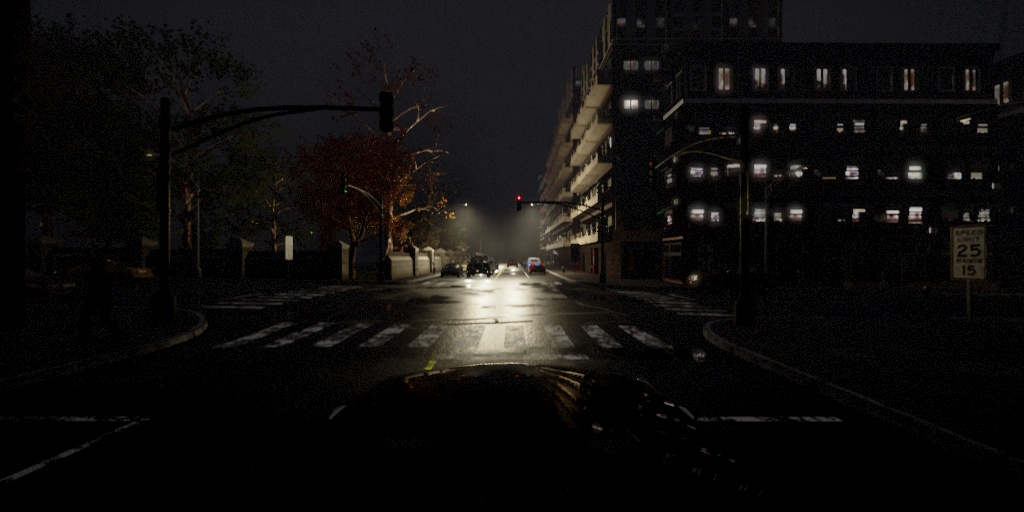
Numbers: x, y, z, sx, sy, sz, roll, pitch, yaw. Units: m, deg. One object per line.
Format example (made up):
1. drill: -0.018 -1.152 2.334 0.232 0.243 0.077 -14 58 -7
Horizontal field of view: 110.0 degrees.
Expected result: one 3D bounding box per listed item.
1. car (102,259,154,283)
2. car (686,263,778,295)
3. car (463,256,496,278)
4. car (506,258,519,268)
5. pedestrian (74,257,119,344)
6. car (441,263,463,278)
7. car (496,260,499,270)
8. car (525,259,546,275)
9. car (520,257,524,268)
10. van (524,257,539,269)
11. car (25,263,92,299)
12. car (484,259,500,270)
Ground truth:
1. car: -24.713 0.880 21.700 4.829 1.417 1.751 0 0 0
2. car: 13.480 1.350 22.005 5.009 1.841 2.192 0 0 0
3. car: -3.036 0.981 34.662 2.150 2.045 5.566 0 0 1
4. car: 0.093 1.295 62.667 1.837 1.490 4.892 0 0 0
5. pedestrian: -8.621 0.893 7.452 0.375 1.860 0.375 0 0 0
6. car: -5.640 1.325 34.376 1.948 1.339 4.313 0 0 0
7. car: -3.032 1.315 44.914 2.033 1.411 5.357 0 0 0
8. car: 2.749 1.309 39.993 1.888 1.381 4.507 0 0 0
9. car: 2.775 1.221 56.884 1.967 1.591 4.097 0 0 0
10. van: 2.758 1.109 45.623 1.690 1.789 3.998 0 0 0
11. car: -18.945 1.005 13.365 4.207 1.307 1.802 0 0 0
12. car: -3.008 1.271 55.013 2.128 1.511 4.902 0 0 0
